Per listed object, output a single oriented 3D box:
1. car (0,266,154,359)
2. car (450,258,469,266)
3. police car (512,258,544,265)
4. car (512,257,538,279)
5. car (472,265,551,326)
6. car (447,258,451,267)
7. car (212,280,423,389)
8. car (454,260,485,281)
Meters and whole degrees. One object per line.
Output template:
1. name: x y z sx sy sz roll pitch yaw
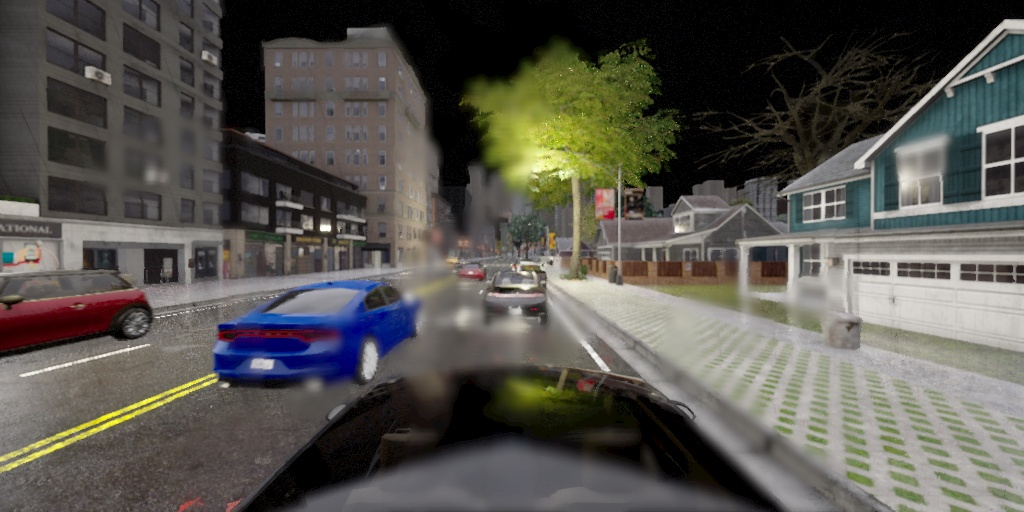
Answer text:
1. car: -9.833 1.086 6.793 2.097 1.767 4.553 0 0 0
2. car: -6.441 1.120 48.046 2.033 1.411 5.357 0 0 0
3. police car: 1.043 1.104 21.743 1.930 1.638 5.238 0 0 0
4. car: 1.076 0.990 31.603 2.097 1.767 4.553 0 0 0
5. car: 0.132 1.209 11.494 2.128 1.511 4.902 0 0 0
6. car: -9.618 1.002 59.906 1.882 1.535 5.008 0 0 1
7. car: -3.131 1.210 6.993 1.882 1.535 5.008 0 0 0
8. car: -3.059 1.215 28.569 1.994 1.385 4.181 0 0 0
